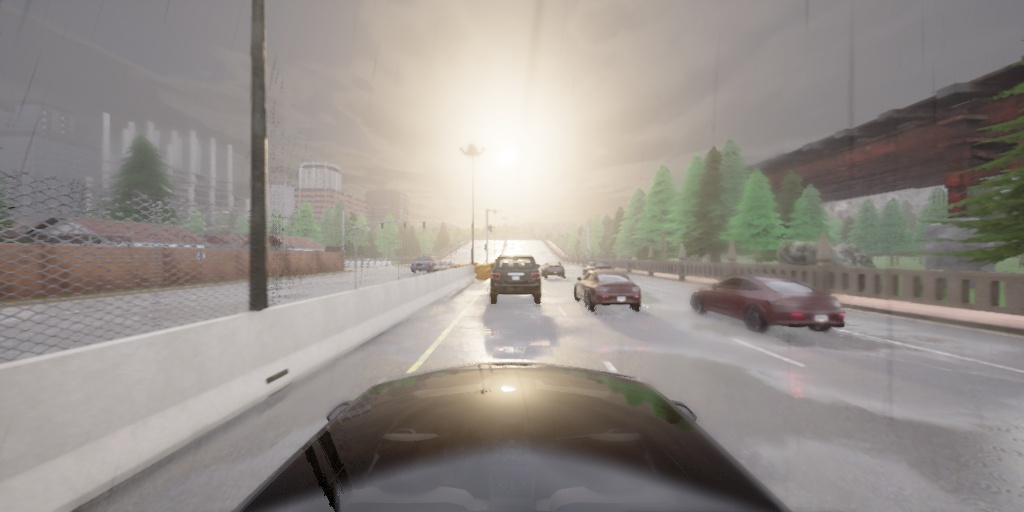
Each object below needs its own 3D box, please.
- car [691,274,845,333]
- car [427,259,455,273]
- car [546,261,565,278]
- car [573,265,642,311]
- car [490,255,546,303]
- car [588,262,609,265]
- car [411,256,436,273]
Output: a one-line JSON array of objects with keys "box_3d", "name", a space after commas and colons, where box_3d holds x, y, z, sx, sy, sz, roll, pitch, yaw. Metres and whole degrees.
[{"box_3d": [7.130, 1.261, 10.541, 1.812, 1.442, 4.674, 0, 0, 0], "name": "car"}, {"box_3d": [-6.913, 1.281, 37.428, 2.033, 1.411, 5.357, 0, 0, 1], "name": "car"}, {"box_3d": [3.731, 1.215, 33.016, 2.128, 1.511, 4.902, 0, 0, 0], "name": "car"}, {"box_3d": [3.648, 1.263, 14.217, 1.812, 1.442, 4.674, 0, 0, 0], "name": "car"}, {"box_3d": [0.159, 0.960, 16.690, 2.150, 2.045, 5.566, 0, 0, 0], "name": "car"}, {"box_3d": [7.219, 1.213, 30.282, 2.128, 1.511, 4.902, 0, 0, 0], "name": "car"}, {"box_3d": [-10.344, 0.960, 42.817, 2.150, 2.045, 5.566, 0, 0, 1], "name": "car"}]
